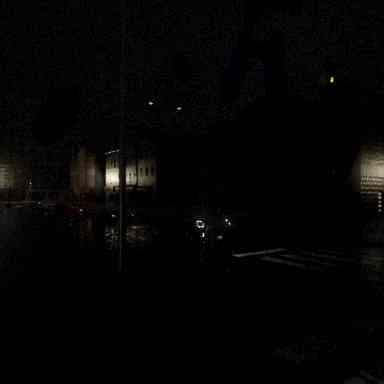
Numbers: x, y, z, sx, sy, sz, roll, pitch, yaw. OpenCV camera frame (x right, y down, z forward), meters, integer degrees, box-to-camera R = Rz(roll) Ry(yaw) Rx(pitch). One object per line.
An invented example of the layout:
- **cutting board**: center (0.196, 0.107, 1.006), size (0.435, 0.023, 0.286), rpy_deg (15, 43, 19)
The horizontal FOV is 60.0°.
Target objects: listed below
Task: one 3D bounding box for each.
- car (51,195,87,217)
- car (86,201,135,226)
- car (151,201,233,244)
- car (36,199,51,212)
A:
- **car**: center (-11.546, 1.277, 32.058), size (2.150, 2.045, 5.566), rpy_deg (1, 0, -35)
- **car**: center (-5.806, 1.561, 23.985), size (1.812, 1.442, 4.674), rpy_deg (1, 0, -35)
- **car**: center (-0.120, 1.367, 16.033), size (2.097, 1.767, 4.553), rpy_deg (1, 0, -36)
- **car**: center (-17.513, 1.603, 40.513), size (1.812, 1.442, 4.674), rpy_deg (1, 0, -35)
